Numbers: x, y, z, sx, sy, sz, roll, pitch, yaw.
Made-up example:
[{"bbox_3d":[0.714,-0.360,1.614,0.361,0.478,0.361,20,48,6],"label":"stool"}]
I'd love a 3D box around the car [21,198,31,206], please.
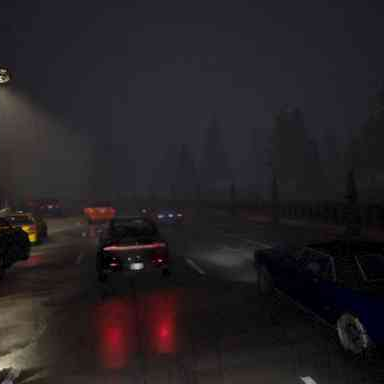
[{"bbox_3d":[-22.034,1.815,45.817,2.150,2.045,5.566,-2,0,-37],"label":"car"}]

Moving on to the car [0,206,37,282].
[{"bbox_3d":[-6.462,1.529,10.154,2.097,1.767,4.553,-2,0,-14],"label":"car"}]

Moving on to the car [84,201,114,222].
[{"bbox_3d":[-7.745,1.542,27.595,2.097,1.767,4.553,-2,0,-23],"label":"car"}]

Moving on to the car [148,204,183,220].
[{"bbox_3d":[-2.231,1.578,23.473,2.033,1.411,5.357,-2,0,-20],"label":"car"}]

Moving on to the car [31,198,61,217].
[{"bbox_3d":[-15.249,1.629,35.095,2.150,2.045,5.566,-2,0,-30],"label":"car"}]

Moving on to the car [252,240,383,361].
[{"bbox_3d":[2.704,1.510,5.853,1.895,1.301,4.718,-2,0,-11],"label":"car"}]

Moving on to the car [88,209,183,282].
[{"bbox_3d":[-1.854,1.531,10.118,2.128,1.511,4.902,-2,0,-13],"label":"car"}]

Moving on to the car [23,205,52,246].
[{"bbox_3d":[-8.191,1.677,16.170,1.801,1.575,5.366,-2,0,-18],"label":"car"}]
